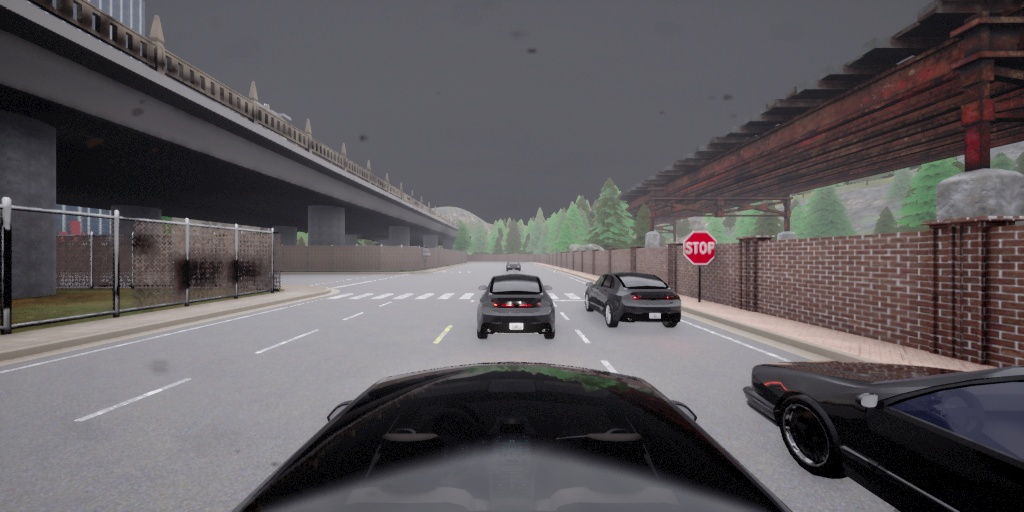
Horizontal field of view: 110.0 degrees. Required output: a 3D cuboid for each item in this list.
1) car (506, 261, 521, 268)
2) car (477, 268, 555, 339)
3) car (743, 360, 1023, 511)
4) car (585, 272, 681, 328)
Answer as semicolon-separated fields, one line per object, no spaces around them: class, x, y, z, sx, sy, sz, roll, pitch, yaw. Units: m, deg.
car;0.173;1.351;46.340;1.895;1.301;4.718;0;0;-1
car;0.096;1.255;10.061;1.837;1.490;4.892;0;0;0
car;3.600;1.297;1.675;2.033;1.411;5.357;0;0;0
car;3.598;1.255;11.421;1.837;1.490;4.892;0;0;0
